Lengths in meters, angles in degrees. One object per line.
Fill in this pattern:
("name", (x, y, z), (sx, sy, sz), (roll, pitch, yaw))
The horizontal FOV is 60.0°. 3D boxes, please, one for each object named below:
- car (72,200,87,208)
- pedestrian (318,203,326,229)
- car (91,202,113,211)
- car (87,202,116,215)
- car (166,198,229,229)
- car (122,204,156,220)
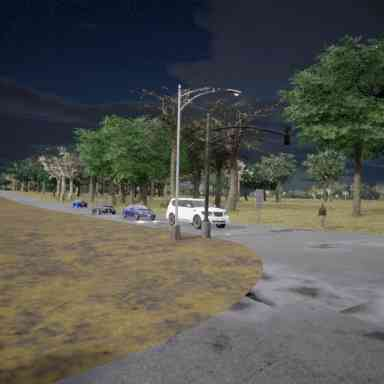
("car", (-21.106, 2.220, 62.411), (1.882, 1.535, 5.008), (3, -2, -34))
("pedestrian", (9.323, 1.717, 23.842), (0.375, 1.860, 0.375), (1, -1, -34))
("car", (-14.038, 2.231, 51.803), (1.994, 1.385, 4.181), (3, -2, -33))
("car", (-10.770, 2.012, 40.263), (1.994, 1.385, 4.181), (3, -2, -34))
("car", (0.244, 1.458, 23.765), (2.150, 2.045, 5.566), (3, -2, -34))
("car", (-5.198, 1.883, 31.931), (1.812, 1.442, 4.674), (3, -2, -34))
